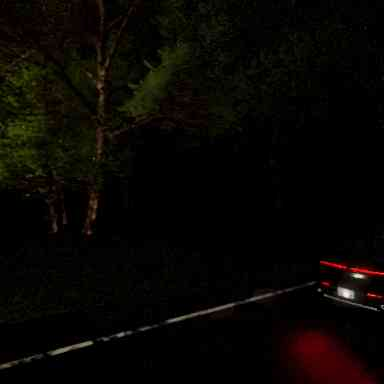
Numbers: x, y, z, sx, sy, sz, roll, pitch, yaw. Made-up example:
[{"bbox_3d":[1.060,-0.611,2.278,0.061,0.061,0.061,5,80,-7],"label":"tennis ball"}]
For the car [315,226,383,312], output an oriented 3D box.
[{"bbox_3d":[4.652,1.484,7.148,4.892,1.490,1.837,-1,0,-35],"label":"car"}]
